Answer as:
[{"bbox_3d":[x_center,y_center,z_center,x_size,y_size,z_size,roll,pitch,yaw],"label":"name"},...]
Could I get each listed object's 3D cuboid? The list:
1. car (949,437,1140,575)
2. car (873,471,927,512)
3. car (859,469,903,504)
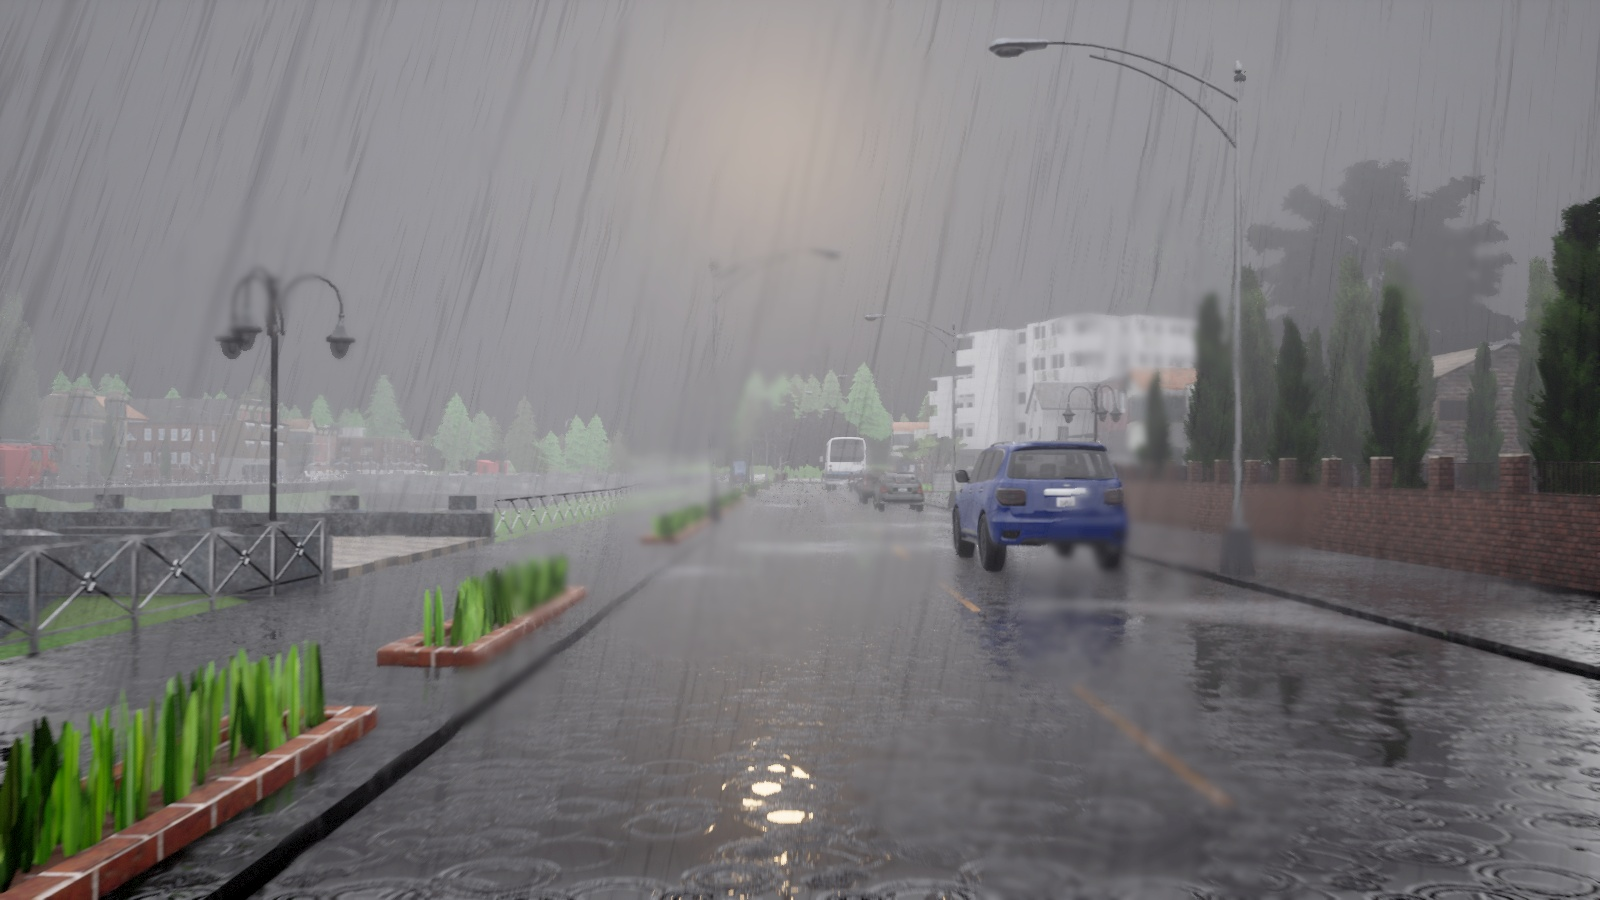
[{"bbox_3d":[3.949,0.876,21.404,2.150,2.045,5.566,0,-1,0],"label":"car"},{"bbox_3d":[3.884,1.602,49.264,1.789,1.549,3.705,0,-1,0],"label":"car"},{"bbox_3d":[3.858,1.708,60.348,1.851,1.617,3.988,0,-1,0],"label":"car"}]
